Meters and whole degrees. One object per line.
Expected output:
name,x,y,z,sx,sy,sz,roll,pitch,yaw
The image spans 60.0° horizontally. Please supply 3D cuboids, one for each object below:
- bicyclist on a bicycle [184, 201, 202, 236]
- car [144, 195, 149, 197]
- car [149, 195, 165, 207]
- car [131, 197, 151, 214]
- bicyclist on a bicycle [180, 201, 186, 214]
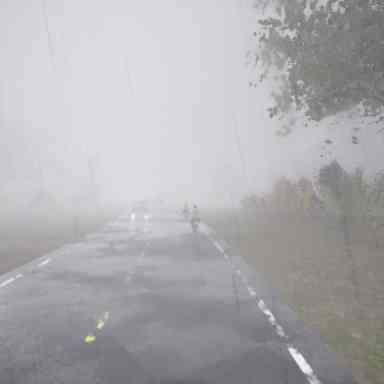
bicyclist on a bicycle,0.180,1.478,17.863,0.866,1.612,1.509,0,0,-4
car,-9.870,1.531,73.472,2.097,1.767,4.553,0,0,-15
car,-5.727,1.639,56.093,1.837,1.490,4.892,0,-1,-11
car,-5.700,1.619,36.807,1.812,1.442,4.674,0,0,-8
bicyclist on a bicycle,-0.487,1.497,26.005,0.866,1.612,1.509,0,0,-6
